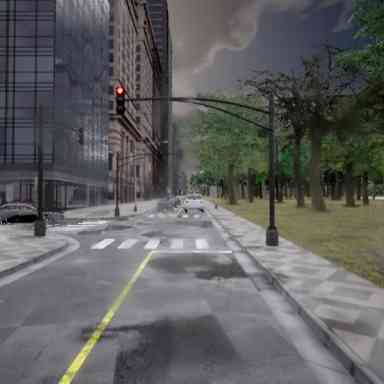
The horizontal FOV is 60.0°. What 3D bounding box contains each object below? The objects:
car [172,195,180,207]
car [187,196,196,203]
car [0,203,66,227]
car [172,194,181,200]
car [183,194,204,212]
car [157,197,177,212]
[{"bbox_3d":[-3.112,1.604,49.506,1.837,1.490,4.892,0,0,0],"label":"car"},{"bbox_3d":[-0.025,1.742,79.388,2.128,1.511,4.902,0,0,0],"label":"car"},{"bbox_3d":[-10.945,1.492,22.000,4.902,1.511,2.128,0,-1,-9],"label":"car"},{"bbox_3d":[-3.093,1.642,59.917,1.837,1.490,4.892,0,0,0],"label":"car"},{"bbox_3d":[0.197,1.286,39.841,2.150,2.045,5.566,0,0,-1],"label":"car"},{"bbox_3d":[-3.140,1.611,39.373,2.033,1.411,5.357,0,0,-4],"label":"car"}]
